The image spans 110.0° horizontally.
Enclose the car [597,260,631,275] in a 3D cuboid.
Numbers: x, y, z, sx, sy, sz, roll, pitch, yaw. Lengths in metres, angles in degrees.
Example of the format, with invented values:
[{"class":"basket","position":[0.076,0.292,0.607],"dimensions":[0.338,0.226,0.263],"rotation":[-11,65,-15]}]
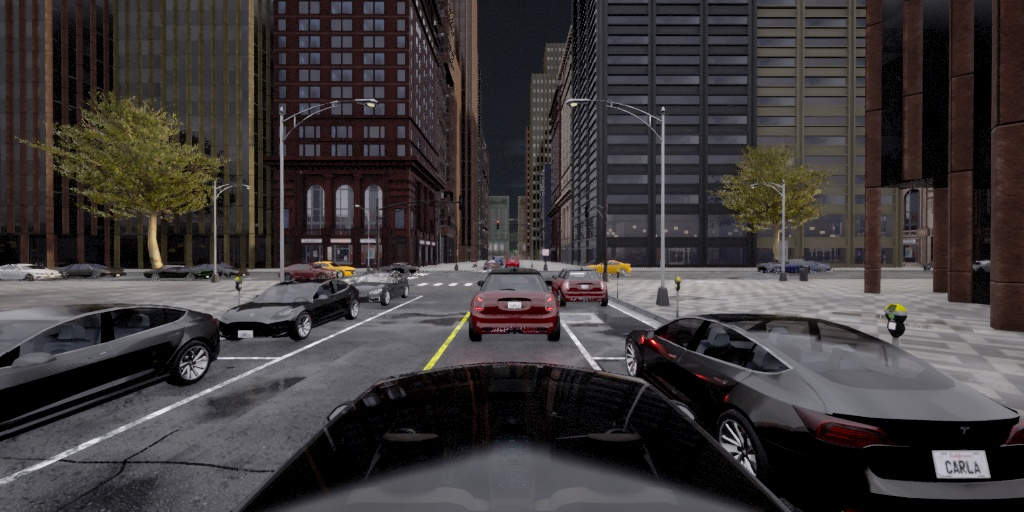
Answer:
[{"class":"car","position":[9.713,1.196,37.145],"dimensions":[5.008,1.535,1.882],"rotation":[0,0,0]}]

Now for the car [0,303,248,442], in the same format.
[{"class":"car","position":[-5.760,1.316,4.288],"dimensions":[1.948,1.339,4.313],"rotation":[0,0,0]}]

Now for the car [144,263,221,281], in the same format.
[{"class":"car","position":[-28.009,1.450,30.405],"dimensions":[4.718,1.301,1.895],"rotation":[0,0,0]}]

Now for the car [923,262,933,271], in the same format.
[{"class":"car","position":[49.212,0.954,40.332],"dimensions":[4.674,1.442,1.812],"rotation":[0,0,0]}]

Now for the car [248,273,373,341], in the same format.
[{"class":"car","position":[-5.754,1.316,9.925],"dimensions":[1.948,1.339,4.313],"rotation":[0,0,0]}]

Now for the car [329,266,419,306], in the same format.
[{"class":"car","position":[-5.747,1.301,15.562],"dimensions":[2.007,1.370,4.403],"rotation":[0,0,0]}]

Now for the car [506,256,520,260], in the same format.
[{"class":"car","position":[0.105,0.997,59.532],"dimensions":[2.150,2.045,5.566],"rotation":[0,0,1]}]

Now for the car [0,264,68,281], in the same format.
[{"class":"car","position":[-41.290,1.413,30.410],"dimensions":[4.674,1.442,1.812],"rotation":[1,0,0]}]

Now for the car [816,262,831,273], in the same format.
[{"class":"car","position":[32.679,1.200,40.413],"dimensions":[5.357,1.411,2.033],"rotation":[0,0,0]}]

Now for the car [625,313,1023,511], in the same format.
[{"class":"car","position":[2.765,1.316,4.281],"dimensions":[1.948,1.339,4.313],"rotation":[0,0,0]}]

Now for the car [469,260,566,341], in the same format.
[{"class":"car","position":[0.077,1.102,10.017],"dimensions":[2.097,1.767,4.553],"rotation":[0,0,1]}]

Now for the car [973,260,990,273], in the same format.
[{"class":"car","position":[48.898,1.168,37.086],"dimensions":[4.674,1.442,1.812],"rotation":[0,0,0]}]

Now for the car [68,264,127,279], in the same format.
[{"class":"car","position":[-39.633,1.413,33.655],"dimensions":[5.357,1.411,2.033],"rotation":[0,0,0]}]

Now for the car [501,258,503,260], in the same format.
[{"class":"car","position":[-3.011,1.379,61.377],"dimensions":[1.895,1.301,4.718],"rotation":[0,0,0]}]

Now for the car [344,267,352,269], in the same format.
[{"class":"car","position":[-17.306,1.281,33.660],"dimensions":[5.008,1.535,1.882],"rotation":[0,0,1]}]

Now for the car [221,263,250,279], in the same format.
[{"class":"car","position":[-27.817,1.380,33.653],"dimensions":[5.357,1.411,2.033],"rotation":[0,0,0]}]

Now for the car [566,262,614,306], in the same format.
[{"class":"car","position":[2.778,1.190,15.553],"dimensions":[1.967,1.591,4.097],"rotation":[0,0,0]}]

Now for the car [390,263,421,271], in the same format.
[{"class":"car","position":[-12.019,1.372,37.123],"dimensions":[4.718,1.301,1.895],"rotation":[0,0,0]}]

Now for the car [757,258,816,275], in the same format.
[{"class":"car","position":[28.117,1.029,37.158],"dimensions":[4.553,1.767,2.097],"rotation":[0,0,0]}]

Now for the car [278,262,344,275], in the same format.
[{"class":"car","position":[-17.233,1.344,30.415],"dimensions":[4.674,1.442,1.812],"rotation":[0,0,-2]}]

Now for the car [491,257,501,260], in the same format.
[{"class":"car","position":[-3.011,1.295,52.021],"dimensions":[1.812,1.442,4.674],"rotation":[0,0,1]}]
